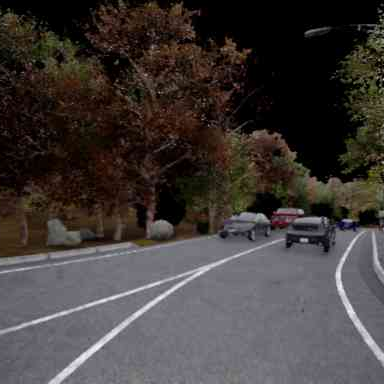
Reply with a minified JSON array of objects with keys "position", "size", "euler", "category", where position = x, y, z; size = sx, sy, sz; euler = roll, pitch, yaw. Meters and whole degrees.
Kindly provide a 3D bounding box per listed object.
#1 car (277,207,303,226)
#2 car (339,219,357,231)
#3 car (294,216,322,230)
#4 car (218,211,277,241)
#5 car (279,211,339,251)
[{"position":[8.335,2.308,28.679],"size":[2.150,2.045,5.566],"euler":[1,-4,28],"category":"car"},{"position":[20.542,4.306,43.790],"size":[1.882,1.535,5.008],"euler":[1,-5,28],"category":"car"},{"position":[13.198,3.525,37.637],"size":[2.033,1.411,5.357],"euler":[1,-5,29],"category":"car"},{"position":[3.156,1.885,19.121],"size":[1.837,1.490,4.892],"euler":[1,-3,29],"category":"car"},{"position":[5.765,1.863,15.952],"size":[1.837,1.490,4.892],"euler":[1,-2,27],"category":"car"}]
